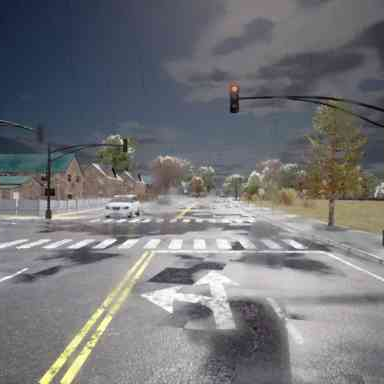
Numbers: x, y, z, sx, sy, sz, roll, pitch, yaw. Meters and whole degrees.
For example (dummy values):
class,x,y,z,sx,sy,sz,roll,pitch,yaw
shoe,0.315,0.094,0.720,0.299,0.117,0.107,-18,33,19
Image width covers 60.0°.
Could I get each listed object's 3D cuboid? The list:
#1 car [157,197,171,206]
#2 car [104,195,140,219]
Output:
class,x,y,z,sx,sy,sz,roll,pitch,yaw
car,-4.769,1.645,57.483,2.033,1.411,5.357,0,0,3
car,-6.054,1.286,29.565,2.150,2.045,5.566,0,0,2
